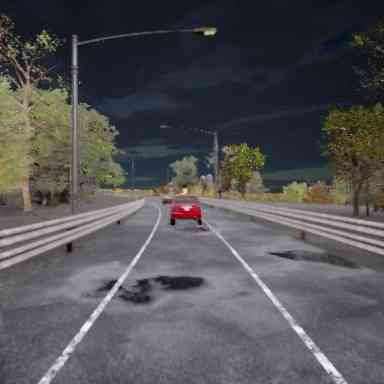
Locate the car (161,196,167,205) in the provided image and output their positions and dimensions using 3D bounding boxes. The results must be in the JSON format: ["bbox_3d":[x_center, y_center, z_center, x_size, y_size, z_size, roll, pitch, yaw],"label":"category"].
[{"bbox_3d":[-4.210,1.447,57.159,1.882,1.535,5.008,0,0,-9],"label":"car"}]

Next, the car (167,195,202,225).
[{"bbox_3d":[-0.544,1.223,24.587,2.150,2.045,5.566,0,0,-4],"label":"car"}]
